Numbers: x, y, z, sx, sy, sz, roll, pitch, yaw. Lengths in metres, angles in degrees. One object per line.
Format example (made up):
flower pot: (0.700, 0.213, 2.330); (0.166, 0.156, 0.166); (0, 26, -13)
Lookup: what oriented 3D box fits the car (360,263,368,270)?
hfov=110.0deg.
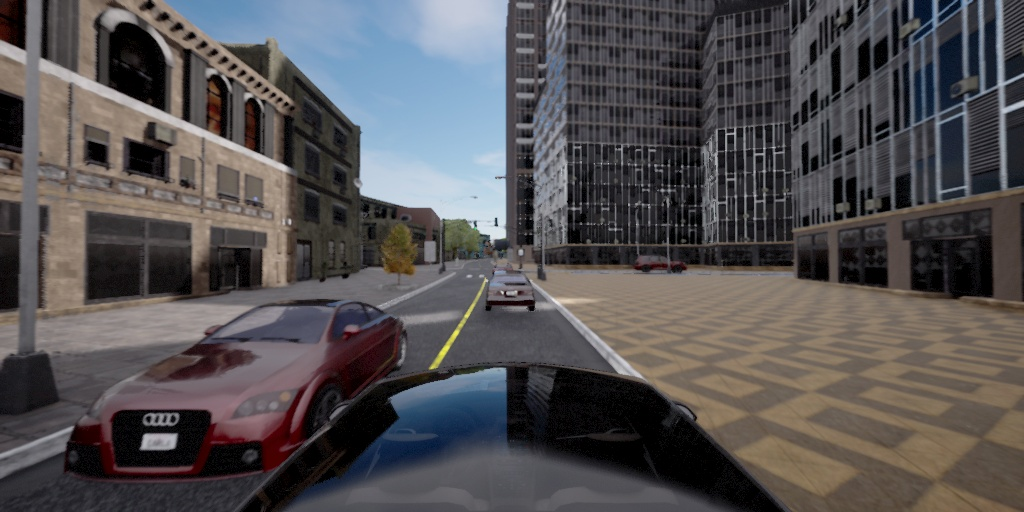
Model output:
car: (-21.415, 1.260, 47.973); (4.313, 1.339, 1.948); (0, 0, 17)

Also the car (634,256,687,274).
car: (15.140, 0.879, 36.796); (5.009, 1.841, 2.192); (0, 0, 17)

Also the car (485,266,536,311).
car: (-0.111, 1.282, 14.414); (2.033, 1.411, 5.357); (0, 0, -2)

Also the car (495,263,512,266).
car: (-0.740, 1.313, 32.661); (1.895, 1.301, 4.718); (0, 0, 0)

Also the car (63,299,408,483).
car: (-2.866, 1.312, 4.888); (1.994, 1.385, 4.181); (0, 0, -1)
